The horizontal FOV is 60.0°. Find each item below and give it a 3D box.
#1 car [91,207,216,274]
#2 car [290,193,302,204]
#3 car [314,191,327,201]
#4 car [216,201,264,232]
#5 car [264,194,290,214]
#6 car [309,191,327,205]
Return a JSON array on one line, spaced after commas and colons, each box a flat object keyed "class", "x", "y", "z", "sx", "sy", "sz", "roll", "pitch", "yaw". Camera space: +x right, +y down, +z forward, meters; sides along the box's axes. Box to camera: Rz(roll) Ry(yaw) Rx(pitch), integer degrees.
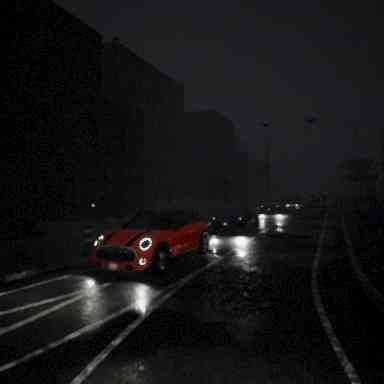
[{"class": "car", "x": -1.140, "y": 1.364, "z": 10.843, "sx": 2.097, "sy": 1.767, "sz": 4.553, "roll": -1, "pitch": 0, "yaw": 25}, {"class": "car", "x": 14.113, "y": 0.885, "z": 46.140, "sx": 2.033, "sy": 1.411, "sz": 5.357, "roll": -1, "pitch": 0, "yaw": 24}, {"class": "car", "x": 22.016, "y": 0.677, "z": 56.772, "sx": 1.837, "sy": 1.490, "sz": 4.892, "roll": -1, "pitch": 0, "yaw": 23}, {"class": "car", "x": 2.607, "y": 1.389, "z": 19.235, "sx": 1.812, "sy": 1.442, "sz": 4.674, "roll": -1, "pitch": -1, "yaw": 23}, {"class": "car", "x": 7.575, "y": 1.162, "z": 30.872, "sx": 1.812, "sy": 1.442, "sz": 4.674, "roll": -1, "pitch": 1, "yaw": 23}, {"class": "car", "x": 16.024, "y": 0.873, "z": 42.634, "sx": 2.033, "sy": 1.411, "sz": 5.357, "roll": -1, "pitch": 0, "yaw": 23}]
